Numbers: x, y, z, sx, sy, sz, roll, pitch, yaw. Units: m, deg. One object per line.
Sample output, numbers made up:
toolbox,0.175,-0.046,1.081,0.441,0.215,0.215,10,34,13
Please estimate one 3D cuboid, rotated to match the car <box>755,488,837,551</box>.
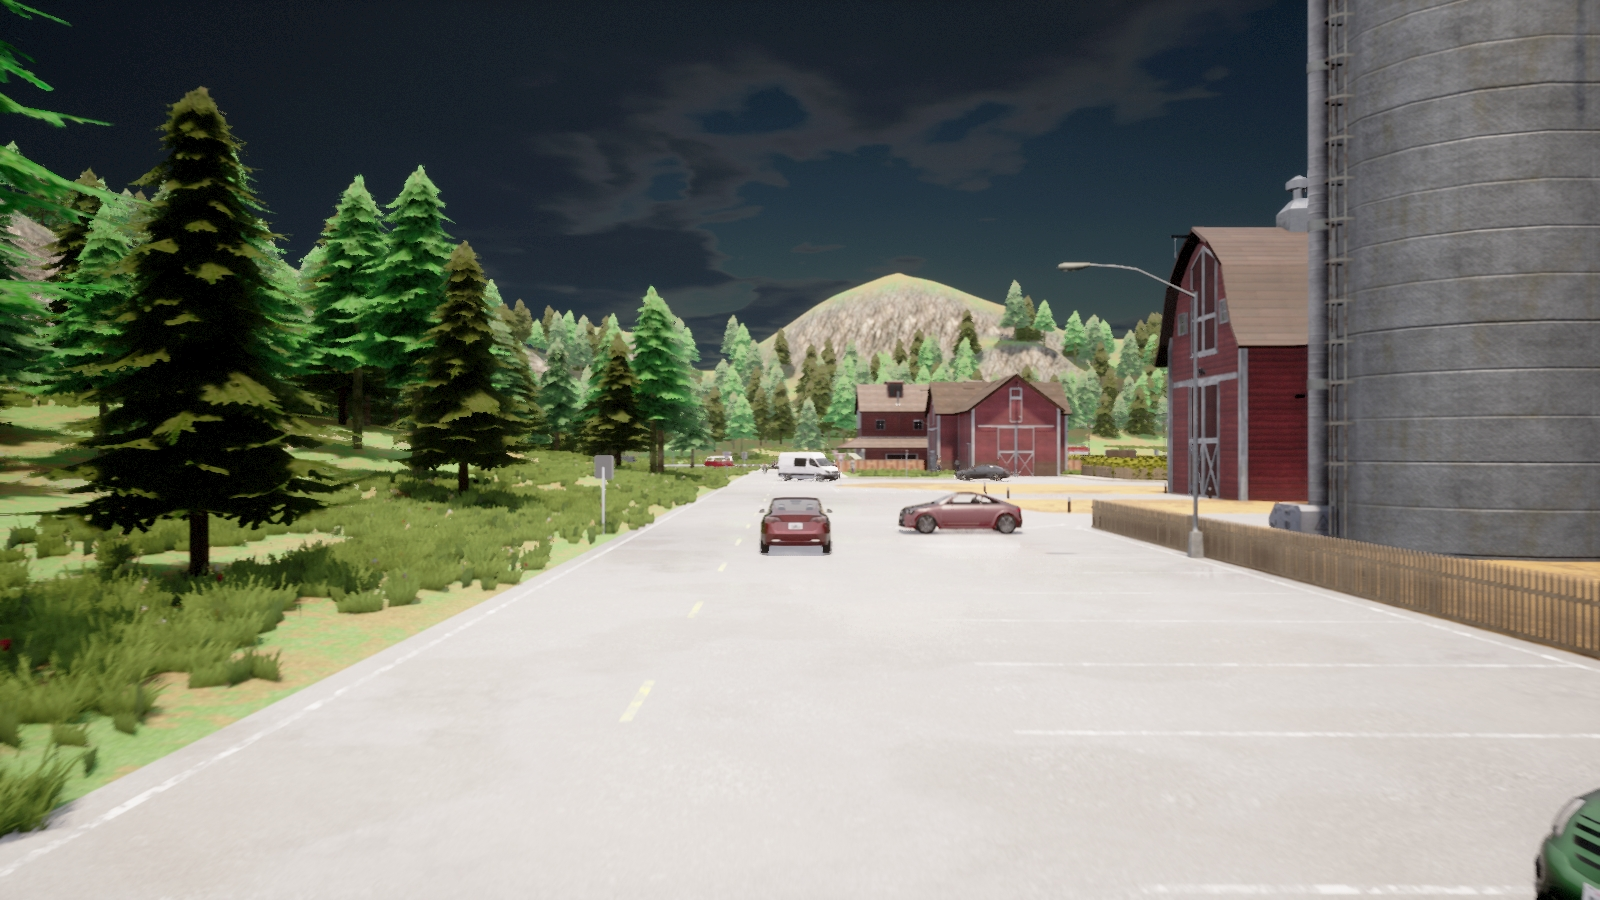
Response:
car,-0.123,1.923,32.655,2.163,1.488,4.792,0,0,0
